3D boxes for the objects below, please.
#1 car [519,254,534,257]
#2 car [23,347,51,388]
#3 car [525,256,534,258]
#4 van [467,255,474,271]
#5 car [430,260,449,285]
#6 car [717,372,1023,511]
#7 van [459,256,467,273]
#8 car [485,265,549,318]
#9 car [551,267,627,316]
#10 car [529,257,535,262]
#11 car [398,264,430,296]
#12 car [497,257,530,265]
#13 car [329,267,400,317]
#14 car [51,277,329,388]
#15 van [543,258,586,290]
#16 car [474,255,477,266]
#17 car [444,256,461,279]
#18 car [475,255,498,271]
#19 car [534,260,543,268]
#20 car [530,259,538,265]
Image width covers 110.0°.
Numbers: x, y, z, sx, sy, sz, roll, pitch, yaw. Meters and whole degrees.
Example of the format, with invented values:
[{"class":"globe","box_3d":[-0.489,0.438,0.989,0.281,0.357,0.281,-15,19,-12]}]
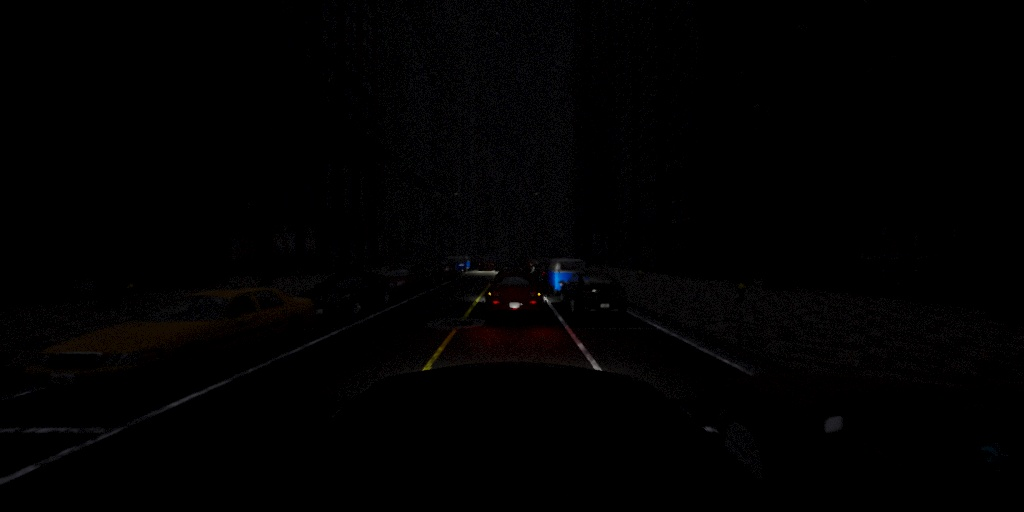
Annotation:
[{"class":"car","box_3d":[2.769,0.746,57.925,2.192,1.841,5.009,0,0,0]},{"class":"car","box_3d":[-5.763,1.317,1.548,1.948,1.339,4.313,0,0,0]},{"class":"car","box_3d":[2.768,1.036,46.653,1.888,1.381,4.507,0,0,0]},{"class":"van","box_3d":[-5.758,0.862,41.003,1.690,1.789,3.998,0,0,0]},{"class":"car","box_3d":[-5.760,1.181,24.094,1.948,1.339,4.313,0,0,0]},{"class":"car","box_3d":[2.762,1.296,1.565,1.888,1.381,4.507,0,0,0]},{"class":"van","box_3d":[-5.759,0.892,35.367,1.690,1.789,3.998,0,0,0]},{"class":"car","box_3d":[0.083,1.209,12.448,1.812,1.442,4.674,0,0,0]},{"class":"car","box_3d":[2.764,1.232,12.837,2.007,1.370,4.403,0,0,0]},{"class":"car","box_3d":[2.766,1.102,35.381,2.007,1.370,4.403,0,0,0]},{"class":"car","box_3d":[-5.761,1.230,18.458,1.802,1.307,4.207,0,0,0]},{"class":"car","box_3d":[0.090,1.078,29.030,2.128,1.511,4.902,0,0,0]},{"class":"car","box_3d":[-5.762,1.247,12.821,1.948,1.339,4.313,0,0,0]},{"class":"car","box_3d":[-5.762,1.241,7.015,1.751,1.417,4.829,0,0,0]},{"class":"van","box_3d":[2.764,0.988,18.473,1.690,1.789,3.998,0,0,0]},{"class":"car","box_3d":[-5.757,0.776,52.275,2.192,1.841,5.009,0,0,0]},{"class":"car","box_3d":[-5.759,1.023,29.731,1.967,1.591,4.097,0,0,0]},{"class":"car","box_3d":[-3.083,0.981,44.284,1.882,1.535,5.008,0,0,0]},{"class":"car","box_3d":[2.765,1.165,24.109,2.007,1.370,4.403,0,0,0]},{"class":"car","box_3d":[2.766,1.164,29.745,1.802,1.307,4.207,0,0,0]}]
